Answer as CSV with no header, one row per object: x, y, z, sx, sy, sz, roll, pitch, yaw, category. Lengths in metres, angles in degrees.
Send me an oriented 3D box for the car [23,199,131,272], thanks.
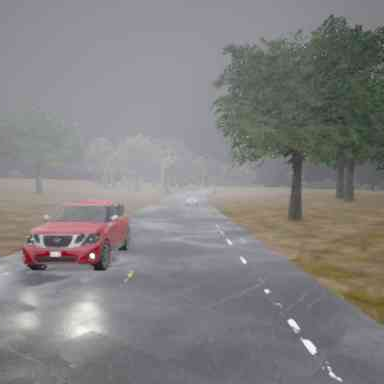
-3.564,1.302,11.490,2.150,2.045,5.566,0,0,0,car

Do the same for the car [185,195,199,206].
-0.001,1.423,51.242,1.812,1.442,4.674,0,1,0,car

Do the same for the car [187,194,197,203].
-0.001,1.235,61.275,1.837,1.490,4.892,0,1,0,car
